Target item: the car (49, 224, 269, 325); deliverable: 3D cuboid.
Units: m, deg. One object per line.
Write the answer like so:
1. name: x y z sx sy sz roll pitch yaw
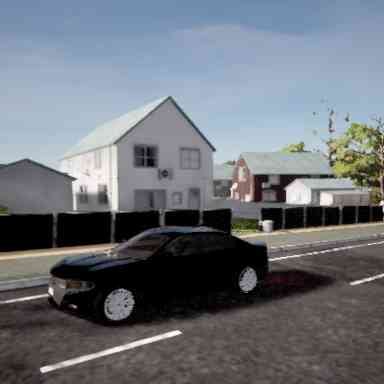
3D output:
1. car: -0.459 1.520 7.350 5.008 1.535 1.882 1 -1 -36
